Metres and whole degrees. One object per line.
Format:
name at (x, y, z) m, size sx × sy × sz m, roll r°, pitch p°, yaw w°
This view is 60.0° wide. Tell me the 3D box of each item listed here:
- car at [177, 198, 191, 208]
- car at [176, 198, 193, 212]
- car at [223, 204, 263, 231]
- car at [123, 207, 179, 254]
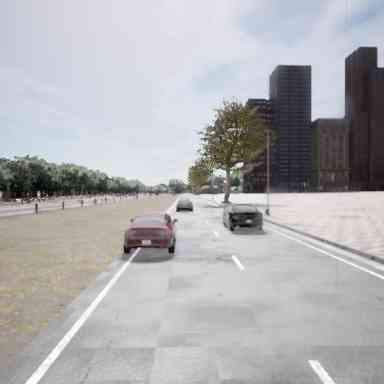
car at (-1.153, 1.587, 49.706) m, size 2.033 × 1.411 × 5.357 m, roll 0°, pitch 0°, yaw -1°
car at (-0.863, 1.601, 39.729) m, size 1.994 × 1.385 × 4.181 m, roll 0°, pitch 0°, yaw -1°
car at (3.088, 1.485, 20.851) m, size 1.882 × 1.535 × 5.008 m, roll 0°, pitch 0°, yaw -1°
car at (-1.574, 1.527, 13.447) m, size 1.812 × 1.442 × 4.674 m, roll 0°, pitch 0°, yaw -1°
